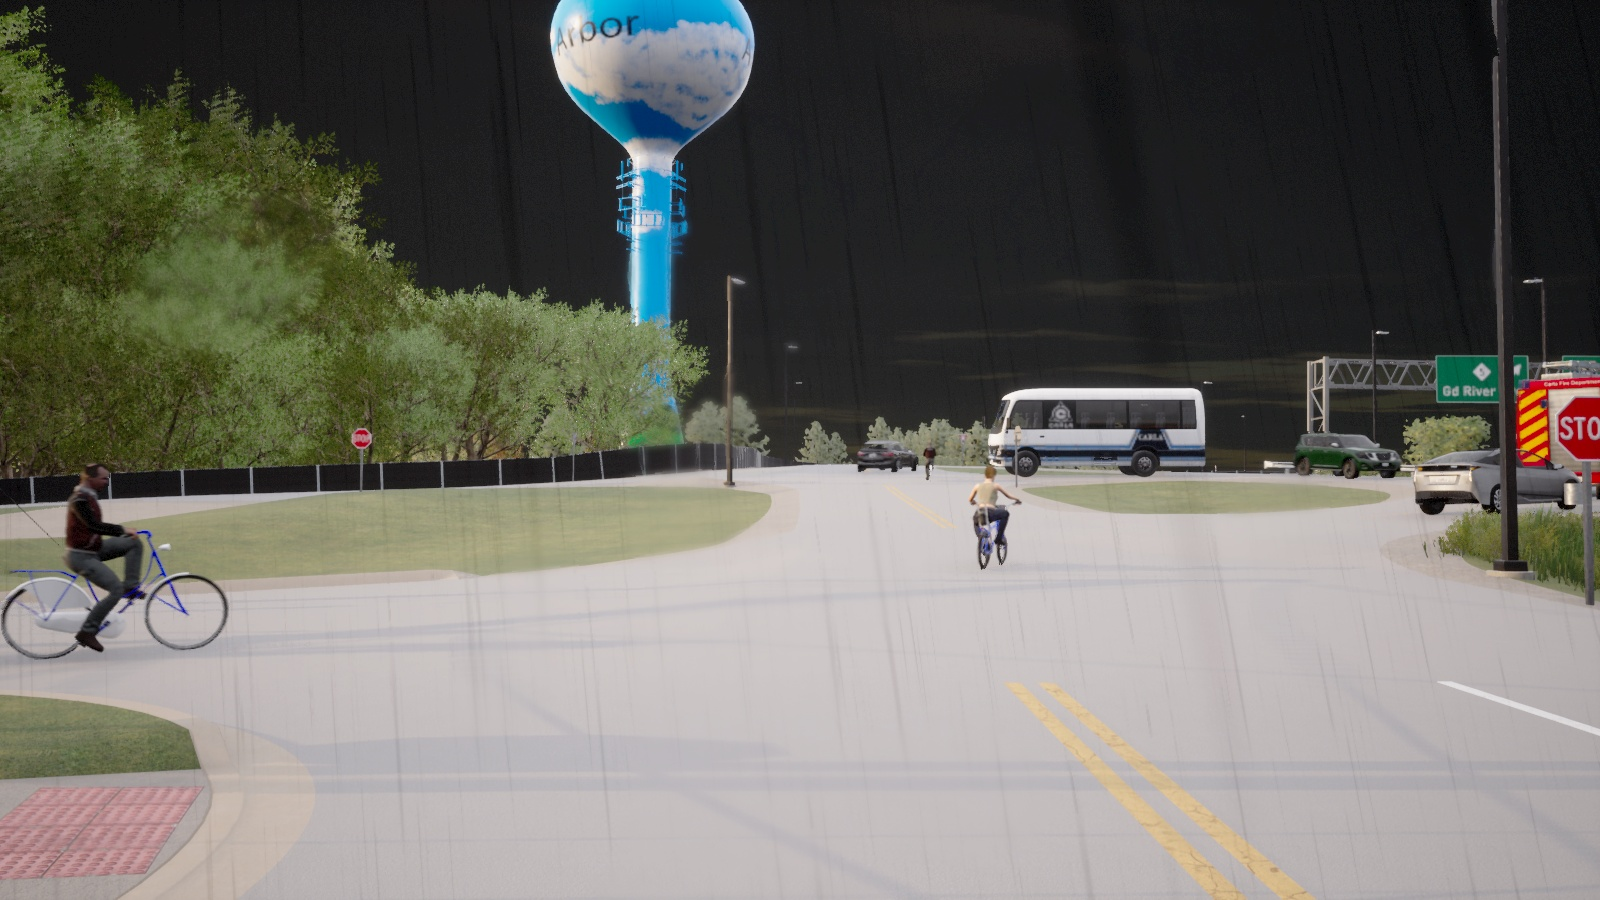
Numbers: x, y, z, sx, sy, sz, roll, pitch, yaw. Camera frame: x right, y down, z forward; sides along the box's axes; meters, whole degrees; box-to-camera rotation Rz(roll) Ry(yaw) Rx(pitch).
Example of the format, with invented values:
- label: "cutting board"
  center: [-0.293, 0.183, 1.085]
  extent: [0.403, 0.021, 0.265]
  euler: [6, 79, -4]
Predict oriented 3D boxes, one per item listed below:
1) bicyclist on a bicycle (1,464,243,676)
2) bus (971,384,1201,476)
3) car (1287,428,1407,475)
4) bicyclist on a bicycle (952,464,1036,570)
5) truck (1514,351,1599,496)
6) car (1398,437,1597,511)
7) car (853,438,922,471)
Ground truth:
- label: "bicyclist on a bicycle"
  center: [-6.144, 1.050, 11.496]
  extent: [1.843, 1.776, 0.659]
  euler: [-2, -2, -21]
- label: "bus"
  center: [13.732, -0.960, 61.020]
  extent: [10.273, 4.253, 3.944]
  euler: [0, 1, 1]
- label: "car"
  center: [24.911, 0.056, 57.421]
  extent: [2.150, 2.045, 5.566]
  euler: [0, 0, -13]
- label: "bicyclist on a bicycle"
  center: [3.113, 1.036, 20.040]
  extent: [0.866, 1.612, 1.509]
  euler: [-2, -1, 26]
- label: "truck"
  center: [23.919, -0.757, 36.578]
  extent: [8.468, 3.827, 2.891]
  euler: [-1, -1, -43]
- label: "car"
  center: [16.541, 0.550, 29.741]
  extent: [4.514, 1.525, 2.007]
  euler: [-2, -1, -30]
- label: "car"
  center: [4.740, 0.215, 67.142]
  extent: [2.242, 1.667, 4.611]
  euler: [0, 1, 24]
